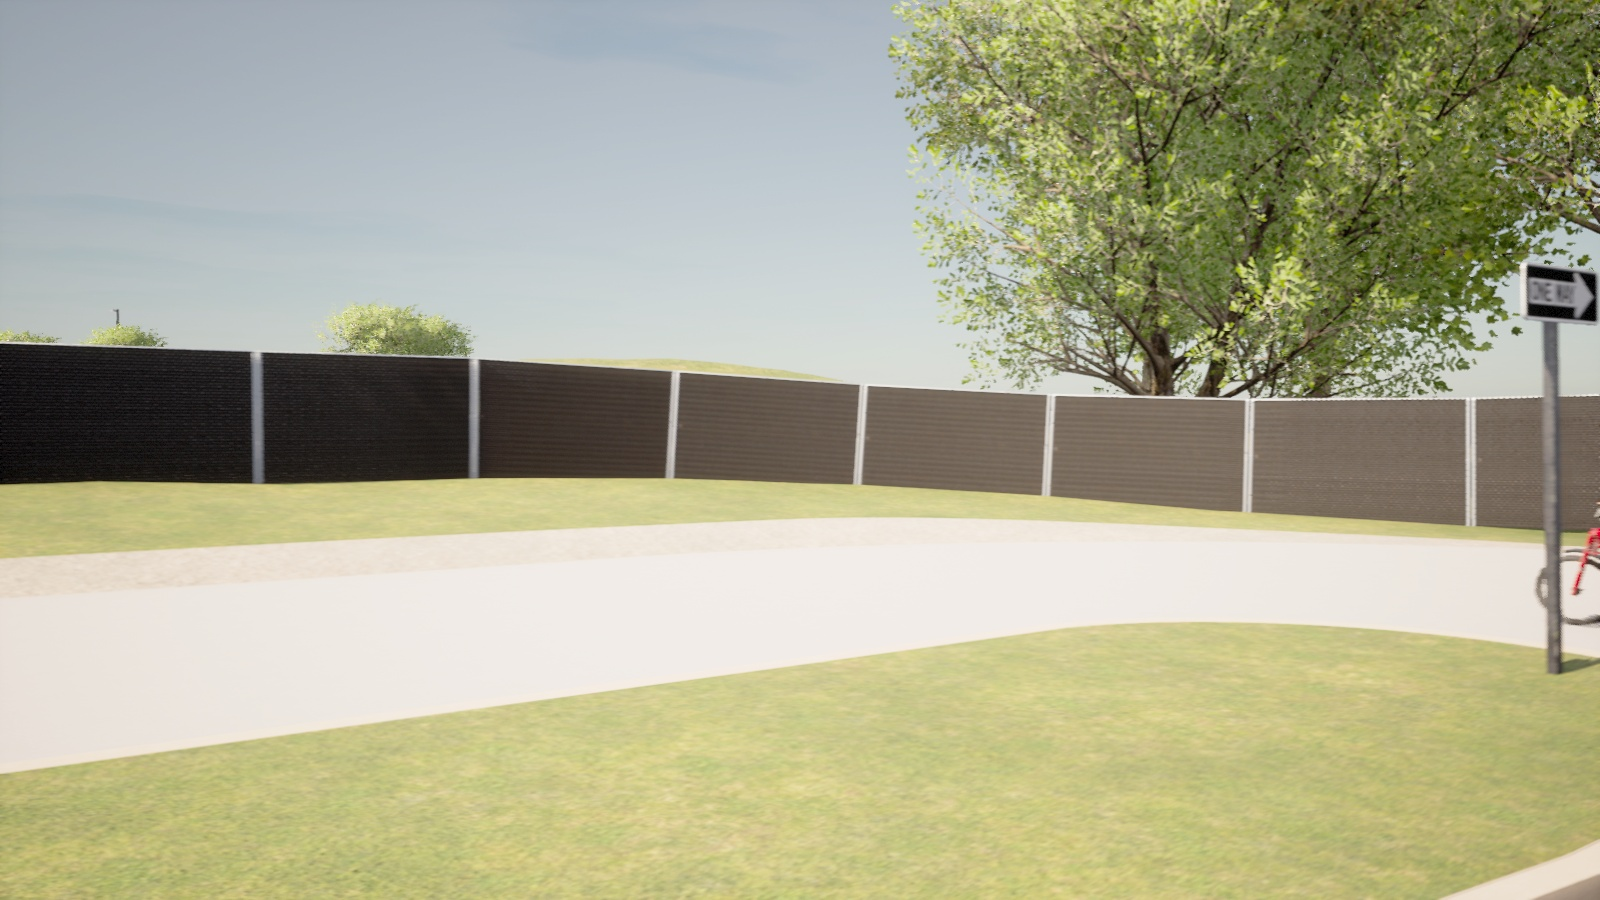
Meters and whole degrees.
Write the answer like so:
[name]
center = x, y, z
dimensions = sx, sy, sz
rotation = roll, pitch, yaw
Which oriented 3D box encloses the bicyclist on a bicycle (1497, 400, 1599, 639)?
[bicyclist on a bicycle]
center = 5.921, 0.472, 8.830
dimensions = 0.866, 1.612, 1.509
rotation = -6, 4, -36
